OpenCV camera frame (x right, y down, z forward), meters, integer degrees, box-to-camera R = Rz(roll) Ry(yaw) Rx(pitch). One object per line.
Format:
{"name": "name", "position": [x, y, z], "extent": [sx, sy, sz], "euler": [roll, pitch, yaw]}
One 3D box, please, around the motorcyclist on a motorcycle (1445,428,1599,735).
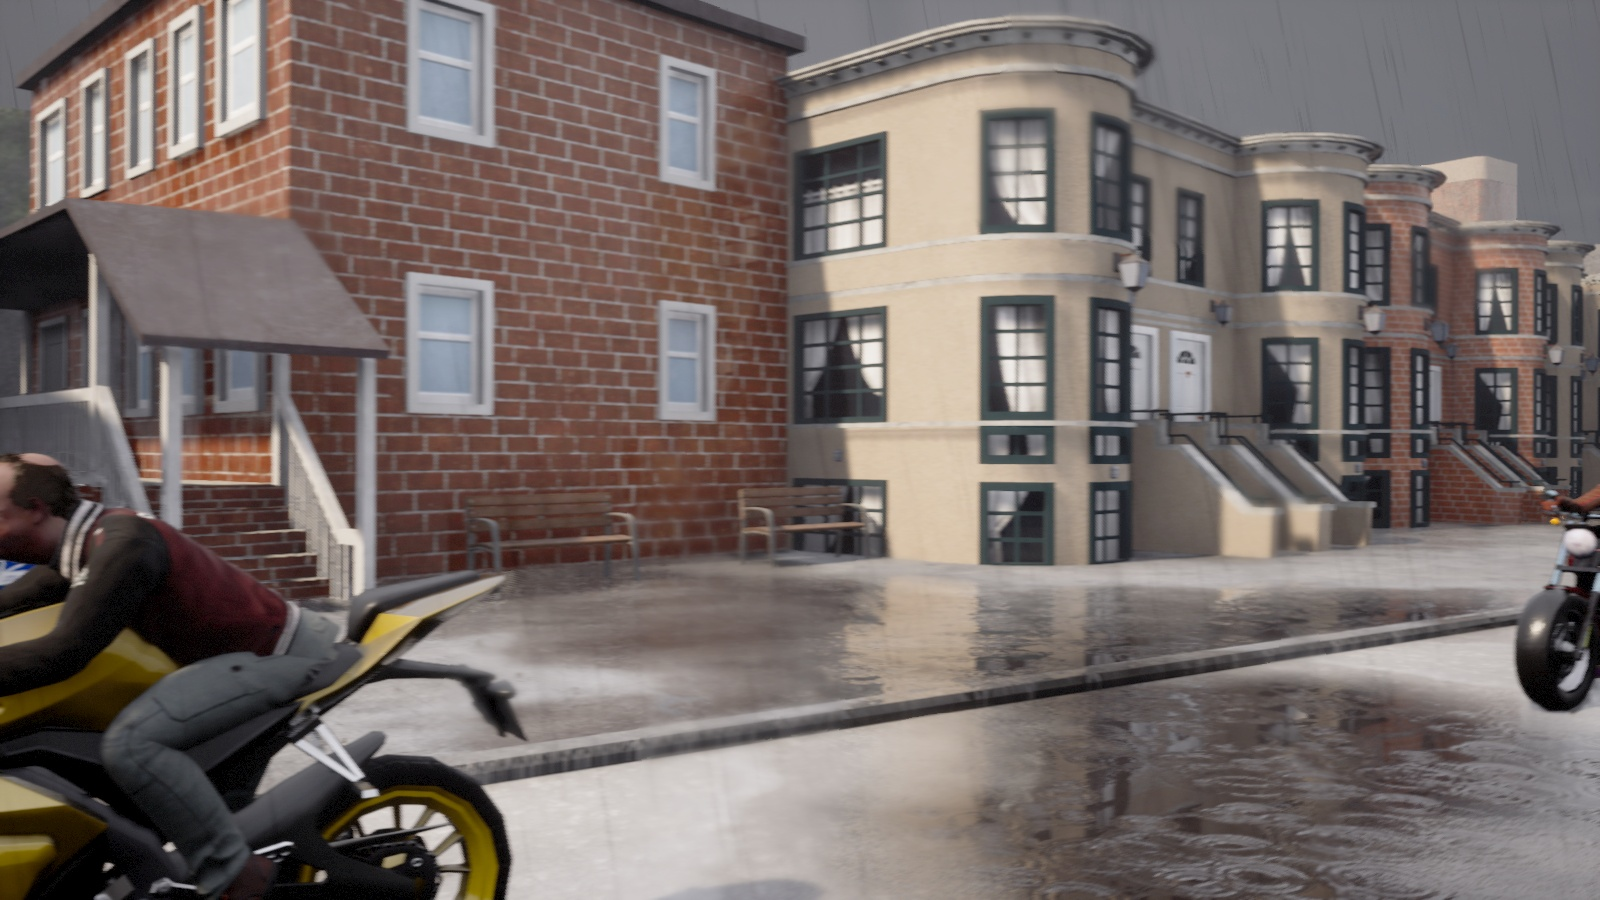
{"name": "motorcyclist on a motorcycle", "position": [4.977, 0.704, 7.733], "extent": [2.350, 1.649, 0.766], "euler": [0, 0, -35]}

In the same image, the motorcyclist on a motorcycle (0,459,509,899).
{"name": "motorcyclist on a motorcycle", "position": [-1.893, 0.791, 2.950], "extent": [2.191, 1.530, 0.866], "euler": [0, 0, -35]}
